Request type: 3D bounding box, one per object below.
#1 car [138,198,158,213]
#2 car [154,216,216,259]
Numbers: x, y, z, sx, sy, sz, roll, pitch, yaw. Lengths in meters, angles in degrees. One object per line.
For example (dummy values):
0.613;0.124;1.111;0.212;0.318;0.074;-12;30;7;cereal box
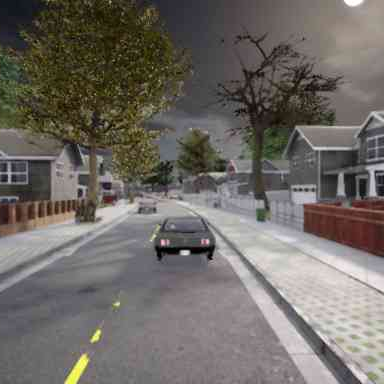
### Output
-4.557;1.384;34.525;1.812;1.442;4.674;0;0;-5;car
-0.296;1.519;12.195;1.895;1.301;4.718;0;0;-2;car
